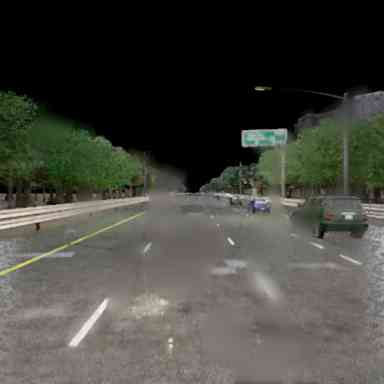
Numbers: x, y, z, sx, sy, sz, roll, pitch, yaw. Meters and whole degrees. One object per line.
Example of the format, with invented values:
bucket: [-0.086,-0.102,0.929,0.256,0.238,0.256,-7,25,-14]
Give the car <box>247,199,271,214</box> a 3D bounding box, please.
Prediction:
car: [7.069,1.518,35.538,1.812,1.442,4.674,0,0,0]

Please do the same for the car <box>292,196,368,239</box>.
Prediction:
car: [7.017,1.221,17.533,2.150,2.045,5.566,0,0,0]

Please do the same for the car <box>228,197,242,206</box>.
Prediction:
car: [7.145,1.496,55.375,1.812,1.442,4.674,0,0,0]
